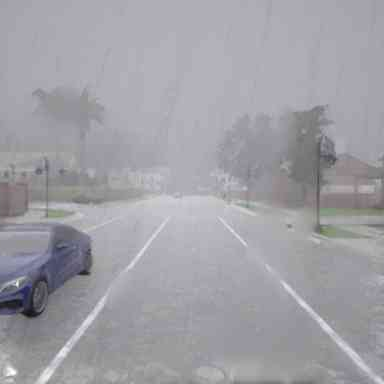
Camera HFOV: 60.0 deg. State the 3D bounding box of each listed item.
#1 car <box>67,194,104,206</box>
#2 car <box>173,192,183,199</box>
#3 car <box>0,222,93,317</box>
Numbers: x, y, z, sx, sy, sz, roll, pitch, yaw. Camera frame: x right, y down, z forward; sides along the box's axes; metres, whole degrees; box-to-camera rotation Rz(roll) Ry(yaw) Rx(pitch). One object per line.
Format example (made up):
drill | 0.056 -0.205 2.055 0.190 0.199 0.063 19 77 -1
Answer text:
car | -13.901 1.039 43.274 4.892 1.490 1.837 0 -1 15
car | -3.605 0.843 81.426 1.812 1.442 4.674 0 0 0
car | -3.590 1.463 7.457 1.812 1.442 4.674 0 0 0
